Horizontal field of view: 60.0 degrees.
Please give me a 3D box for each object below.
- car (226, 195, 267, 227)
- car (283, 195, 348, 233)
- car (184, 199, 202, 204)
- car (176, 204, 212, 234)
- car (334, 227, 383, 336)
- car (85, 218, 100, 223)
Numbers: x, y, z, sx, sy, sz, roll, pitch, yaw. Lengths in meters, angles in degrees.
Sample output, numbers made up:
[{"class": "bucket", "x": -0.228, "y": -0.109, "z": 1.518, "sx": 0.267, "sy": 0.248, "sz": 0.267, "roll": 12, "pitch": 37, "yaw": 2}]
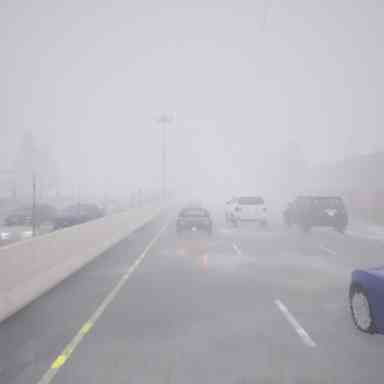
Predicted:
[{"class": "car", "x": 3.624, "y": 1.207, "z": 22.783, "sx": 2.150, "sy": 2.045, "sz": 5.566, "roll": 0, "pitch": 0, "yaw": 0}, {"class": "car", "x": 7.120, "y": 1.211, "z": 19.674, "sx": 2.150, "sy": 2.045, "sz": 5.566, "roll": 0, "pitch": 0, "yaw": 0}, {"class": "car", "x": 0.139, "y": 1.500, "z": 36.776, "sx": 1.812, "sy": 1.442, "sz": 4.674, "roll": 0, "pitch": 0, "yaw": 0}, {"class": "car", "x": 0.119, "y": 1.588, "z": 19.138, "sx": 1.895, "sy": 1.301, "sz": 4.718, "roll": 0, "pitch": 0, "yaw": 0}, {"class": "car", "x": 3.611, "y": 1.477, "z": 3.690, "sx": 1.882, "sy": 1.535, "sz": 5.008, "roll": 0, "pitch": 0, "yaw": 0}, {"class": "car", "x": -7.078, "y": 1.460, "z": 21.093, "sx": 1.882, "sy": 1.535, "sz": 5.008, "roll": 0, "pitch": 0, "yaw": 0}]
